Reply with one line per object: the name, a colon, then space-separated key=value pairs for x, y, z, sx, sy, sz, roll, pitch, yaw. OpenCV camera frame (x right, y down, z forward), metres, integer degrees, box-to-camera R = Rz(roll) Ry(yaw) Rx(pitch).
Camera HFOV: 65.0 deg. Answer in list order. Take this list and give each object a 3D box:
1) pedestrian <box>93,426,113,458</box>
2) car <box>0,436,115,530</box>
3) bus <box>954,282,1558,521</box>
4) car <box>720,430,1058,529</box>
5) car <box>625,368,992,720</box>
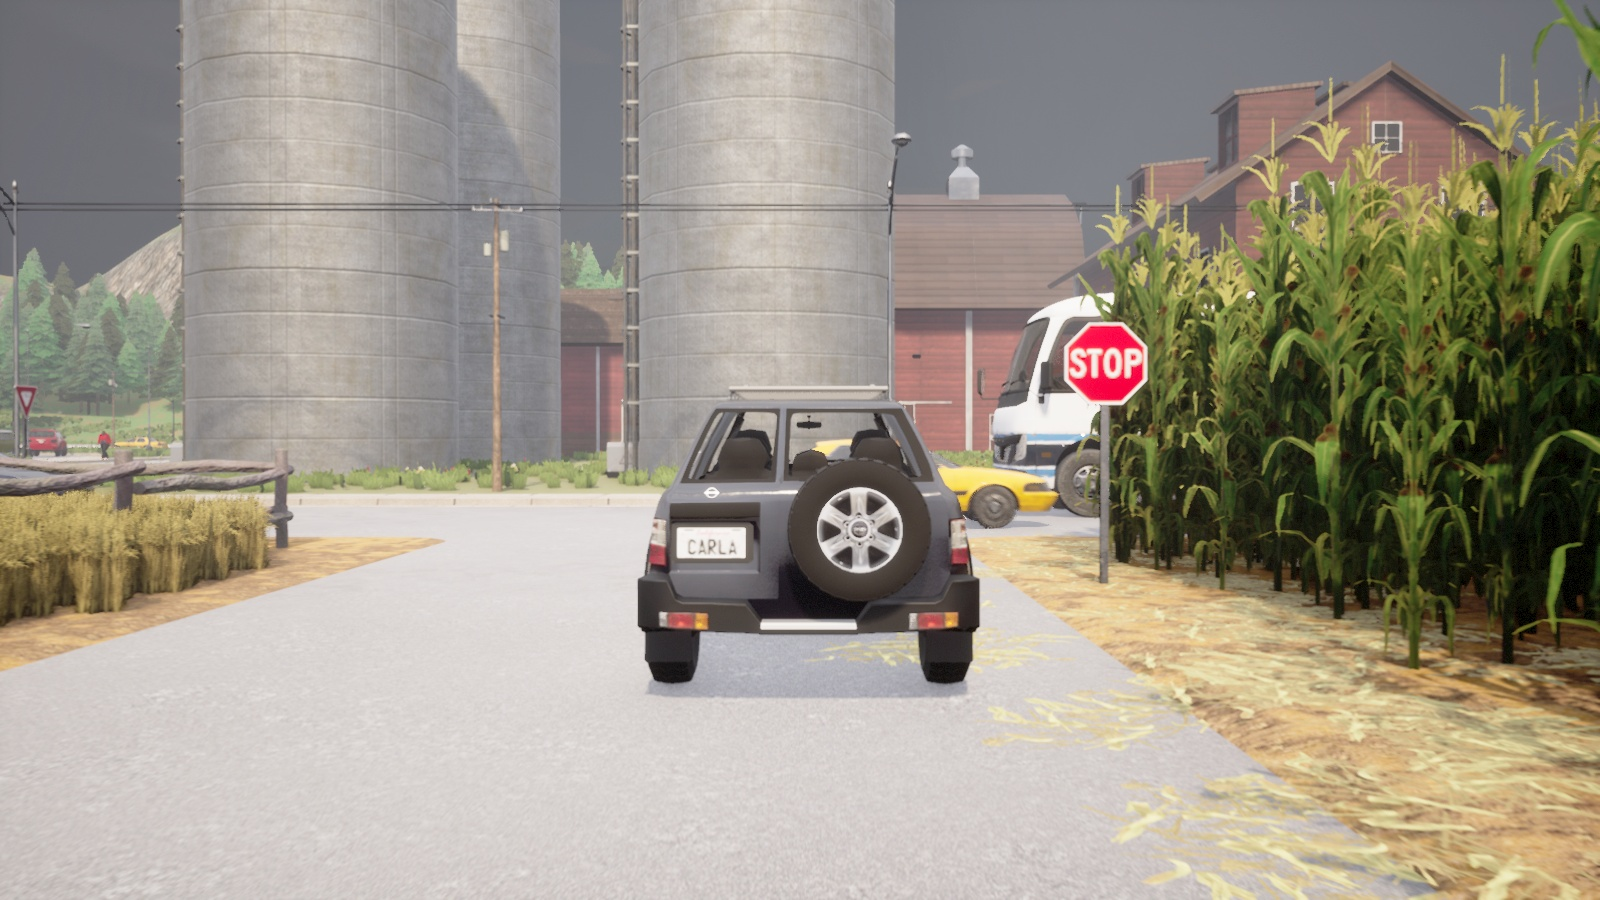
pedestrian: x=-40.907 y=-0.457 z=73.725 sx=0.634 sy=1.844 sz=0.899 roll=0 pitch=1 yaw=0
car: x=-14.418 y=0.504 z=20.953 sx=4.792 sy=1.488 sz=2.163 roll=0 pitch=1 yaw=0
bus: x=8.352 y=-0.893 z=24.362 sx=10.273 sy=4.253 sz=3.944 roll=0 pitch=1 yaw=1
car: x=1.419 y=0.456 z=20.902 sx=5.366 sy=1.575 sz=1.801 roll=0 pitch=1 yaw=0
car: x=0.064 y=0.468 z=8.913 sx=1.932 sy=1.855 sz=4.605 roll=0 pitch=1 yaw=1
